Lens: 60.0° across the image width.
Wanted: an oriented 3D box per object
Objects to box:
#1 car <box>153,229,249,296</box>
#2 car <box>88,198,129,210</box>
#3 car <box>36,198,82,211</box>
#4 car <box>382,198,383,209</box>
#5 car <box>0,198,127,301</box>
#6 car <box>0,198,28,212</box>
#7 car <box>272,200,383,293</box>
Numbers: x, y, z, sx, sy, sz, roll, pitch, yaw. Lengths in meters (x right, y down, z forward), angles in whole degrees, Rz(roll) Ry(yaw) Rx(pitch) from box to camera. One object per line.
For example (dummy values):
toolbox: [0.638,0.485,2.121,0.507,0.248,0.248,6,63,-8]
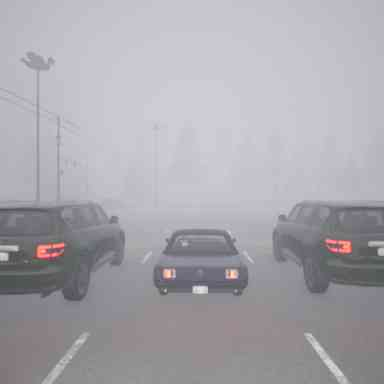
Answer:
car: [0.221,1.600,8.643,1.895,1.301,4.718,0,0,1]
car: [-10.893,1.503,43.558,4.892,1.490,1.837,0,-1,16]
car: [-16.356,1.503,41.025,4.892,1.490,1.837,0,-1,7]
car: [27.978,1.524,44.002,4.674,1.442,1.812,0,0,2]
car: [-3.286,1.221,8.484,2.150,2.045,5.566,0,0,1]
car: [-21.671,1.489,37.987,4.902,1.511,2.128,0,0,4]
car: [3.728,1.221,8.955,2.150,2.045,5.566,0,0,1]
